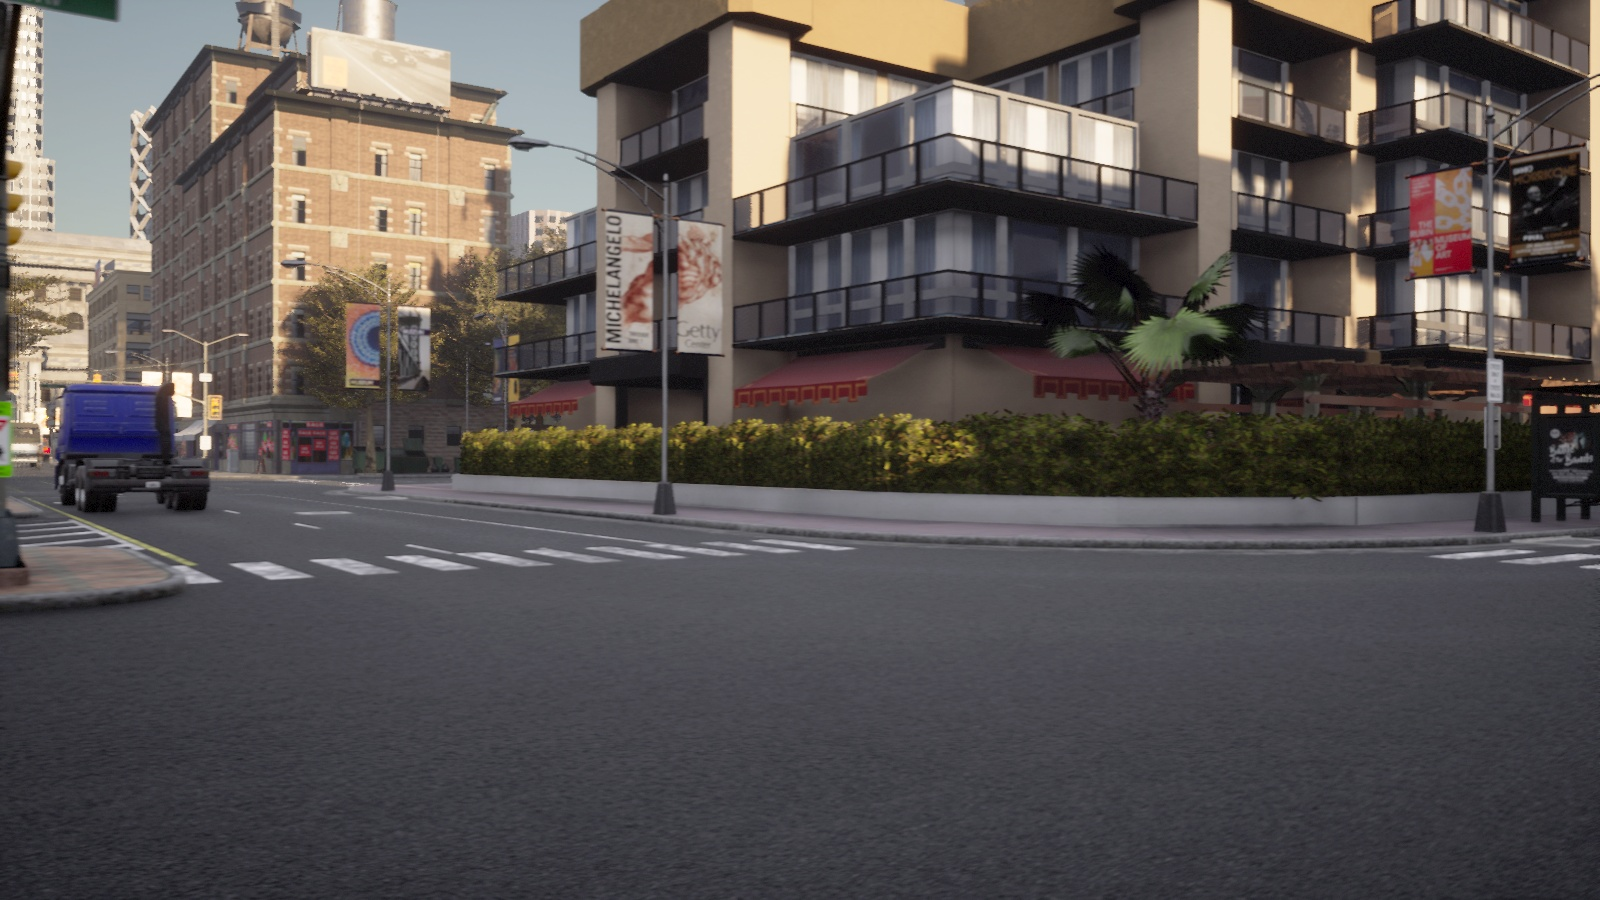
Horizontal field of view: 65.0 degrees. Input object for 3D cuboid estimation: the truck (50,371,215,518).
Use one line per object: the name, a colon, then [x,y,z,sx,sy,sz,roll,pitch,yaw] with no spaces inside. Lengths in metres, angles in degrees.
truck: [-17.987,-0.113,33.533,2.891,3.462,7.936,0,0,-35]
